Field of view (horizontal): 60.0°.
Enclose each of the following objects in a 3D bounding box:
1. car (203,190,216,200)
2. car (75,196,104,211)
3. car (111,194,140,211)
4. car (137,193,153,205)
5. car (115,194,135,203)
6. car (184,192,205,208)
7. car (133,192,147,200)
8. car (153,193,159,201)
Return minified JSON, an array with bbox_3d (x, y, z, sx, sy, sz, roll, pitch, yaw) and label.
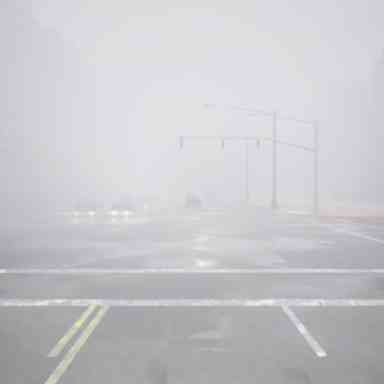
[{"bbox_3d":[3.508,0.824,64.104,1.837,1.490,4.892,0,1,0],"label":"car"},{"bbox_3d":[-10.589,1.155,34.838,1.812,1.442,4.674,0,1,0],"label":"car"},{"bbox_3d":[-7.089,1.194,34.806,1.994,1.385,4.181,0,1,0],"label":"car"},{"bbox_3d":[-7.073,1.022,47.170,1.812,1.442,4.674,0,1,0],"label":"car"},{"bbox_3d":[-10.540,0.988,52.695,2.033,1.411,5.357,0,1,1],"label":"car"},{"bbox_3d":[0.105,1.062,40.380,2.128,1.511,4.902,0,1,0],"label":"car"},{"bbox_3d":[-10.492,0.827,67.907,2.033,1.411,5.357,0,1,0],"label":"car"},{"bbox_3d":[-7.053,0.929,59.790,1.994,1.385,4.181,0,1,0],"label":"car"}]
